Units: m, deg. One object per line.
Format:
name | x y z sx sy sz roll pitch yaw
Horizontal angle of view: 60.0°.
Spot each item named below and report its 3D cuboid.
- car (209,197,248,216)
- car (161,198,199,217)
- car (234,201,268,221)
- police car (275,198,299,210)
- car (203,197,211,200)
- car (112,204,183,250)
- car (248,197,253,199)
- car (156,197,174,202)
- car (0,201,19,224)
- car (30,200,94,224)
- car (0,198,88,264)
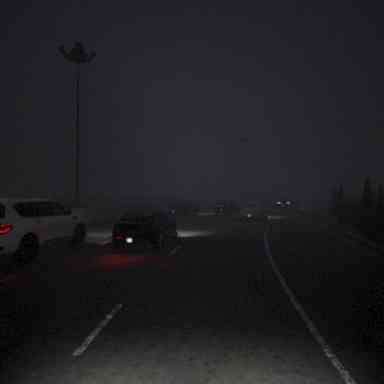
car | 3.682 1.497 33.157 2.128 1.511 4.902 0 0 23
car | -0.839 1.531 31.262 1.812 1.442 4.674 0 0 20
car | 4.999 1.524 26.888 1.812 1.442 4.674 0 0 19
police car | 12.232 1.517 42.361 2.038 1.542 4.974 0 0 30
car | 3.129 1.668 60.409 1.994 1.385 4.181 0 0 37
car | -1.882 1.498 14.510 1.837 1.490 4.892 0 0 9
car | 10.658 1.699 64.171 1.994 1.385 4.181 0 0 41
car | -4.119 1.594 56.122 1.837 1.490 4.892 -1 0 33
car | -14.565 1.464 22.913 1.882 1.535 5.008 0 0 14
car | -10.077 1.488 26.241 2.128 1.511 4.902 0 0 17
car | -5.867 1.207 12.006 2.150 2.045 5.566 0 0 8
